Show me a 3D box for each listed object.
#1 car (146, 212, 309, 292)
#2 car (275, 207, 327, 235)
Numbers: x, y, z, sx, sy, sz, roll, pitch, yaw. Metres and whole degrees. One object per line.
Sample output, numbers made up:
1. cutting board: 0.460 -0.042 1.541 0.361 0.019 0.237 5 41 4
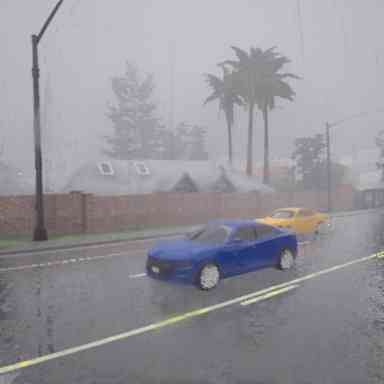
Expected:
1. car: 1.051 1.563 9.491 5.008 1.535 1.882 0 -1 -40
2. car: 5.276 1.586 17.753 5.008 1.535 1.882 0 -1 -41
